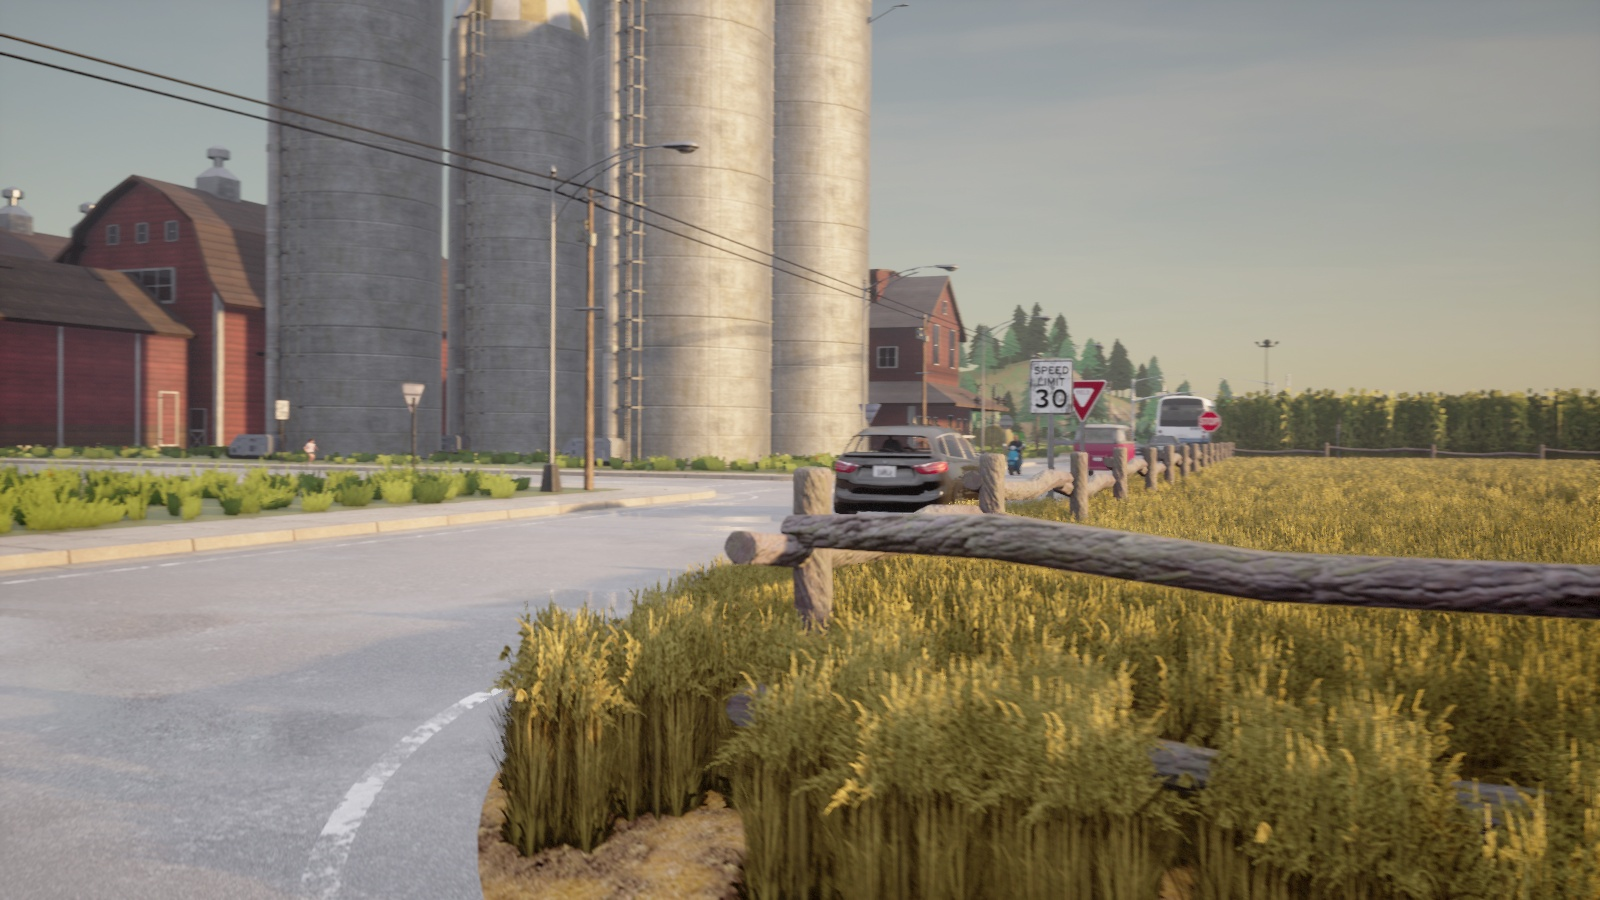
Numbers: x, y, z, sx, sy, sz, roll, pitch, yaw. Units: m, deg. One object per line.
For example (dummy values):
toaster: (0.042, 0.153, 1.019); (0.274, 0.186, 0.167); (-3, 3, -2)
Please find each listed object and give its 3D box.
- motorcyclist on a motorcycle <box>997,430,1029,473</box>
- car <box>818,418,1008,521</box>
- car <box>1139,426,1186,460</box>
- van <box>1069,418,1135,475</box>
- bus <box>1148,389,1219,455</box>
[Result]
motorcyclist on a motorcycle: (8.201, 0.047, 48.281); (0.866, 1.590, 1.817); (0, 1, 21)
car: (2.189, 0.290, 22.870); (2.242, 1.667, 4.611); (0, 1, 21)
car: (20.086, -0.407, 69.523); (2.097, 1.767, 4.553); (0, 1, 21)
van: (11.207, -0.160, 46.366); (1.775, 1.987, 4.442); (0, 1, 21)
bus: (26.293, -1.891, 85.720); (3.944, 4.253, 10.273); (0, 1, 21)
